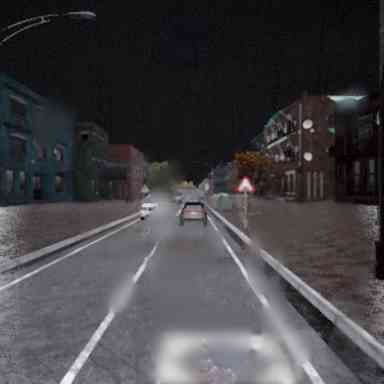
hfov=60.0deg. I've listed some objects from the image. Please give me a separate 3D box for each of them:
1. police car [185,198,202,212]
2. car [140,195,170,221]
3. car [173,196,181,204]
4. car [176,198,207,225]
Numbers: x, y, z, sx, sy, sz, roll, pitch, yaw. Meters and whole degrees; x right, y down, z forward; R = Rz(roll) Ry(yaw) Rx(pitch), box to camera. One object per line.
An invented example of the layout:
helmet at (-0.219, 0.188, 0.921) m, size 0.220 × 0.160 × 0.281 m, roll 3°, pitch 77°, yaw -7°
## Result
police car at (0.127, 1.585, 42.211) m, size 2.038 × 1.542 × 4.974 m, roll 0°, pitch 0°, yaw 0°
car at (-3.075, 1.297, 28.491) m, size 2.150 × 2.045 × 5.566 m, roll 0°, pitch 0°, yaw 0°
car at (-2.955, 1.628, 69.305) m, size 1.812 × 1.442 × 4.674 m, roll 0°, pitch 0°, yaw 0°
car at (0.116, 1.504, 24.528) m, size 2.033 × 1.649 × 4.856 m, roll 0°, pitch 0°, yaw 0°
